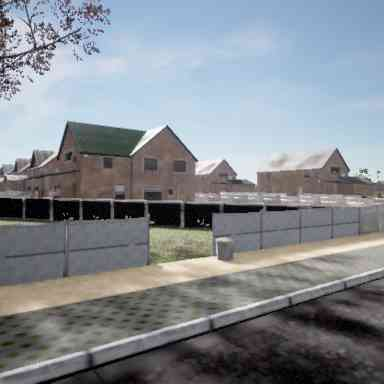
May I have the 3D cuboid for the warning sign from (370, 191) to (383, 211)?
[{"bbox_3d":[17.896,0.877,31.797,1.300,1.860,1.060,-1,0,-36],"label":"warning sign"}]
